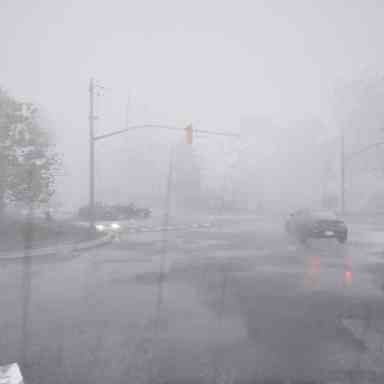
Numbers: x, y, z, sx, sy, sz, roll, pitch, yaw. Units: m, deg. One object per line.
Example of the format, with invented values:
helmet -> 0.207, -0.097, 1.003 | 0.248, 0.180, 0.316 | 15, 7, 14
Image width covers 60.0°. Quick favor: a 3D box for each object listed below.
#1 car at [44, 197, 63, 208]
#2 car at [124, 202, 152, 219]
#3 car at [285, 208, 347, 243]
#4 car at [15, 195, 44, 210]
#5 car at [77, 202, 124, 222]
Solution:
car -> -19.944, 1.509, 47.321 | 1.837, 1.490, 4.892 | 0, -1, -38
car -> -5.430, 1.546, 29.134 | 1.895, 1.301, 4.718 | 0, 0, -38
car -> 5.694, 1.465, 15.578 | 1.812, 1.442, 4.674 | 0, 0, 5
car -> -21.953, 1.236, 44.224 | 2.150, 2.045, 5.566 | 0, 0, -39
car -> -7.372, 1.526, 25.917 | 1.994, 1.385, 4.181 | 0, 0, -38
